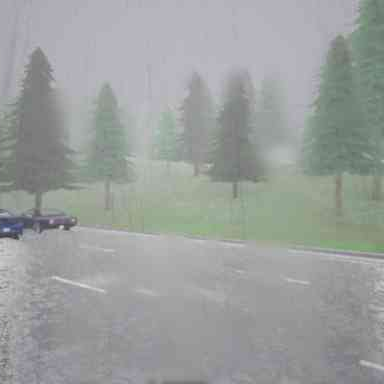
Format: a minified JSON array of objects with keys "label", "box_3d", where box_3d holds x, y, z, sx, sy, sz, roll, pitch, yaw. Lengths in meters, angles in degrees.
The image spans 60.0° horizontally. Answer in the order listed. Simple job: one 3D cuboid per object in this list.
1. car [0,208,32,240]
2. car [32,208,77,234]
[{"label":"car","box_3d":[-9.850,1.450,15.558,5.008,1.535,1.882,0,0,36]},{"label":"car","box_3d":[-8.746,1.577,19.088,4.718,1.301,1.895,0,0,36]}]
